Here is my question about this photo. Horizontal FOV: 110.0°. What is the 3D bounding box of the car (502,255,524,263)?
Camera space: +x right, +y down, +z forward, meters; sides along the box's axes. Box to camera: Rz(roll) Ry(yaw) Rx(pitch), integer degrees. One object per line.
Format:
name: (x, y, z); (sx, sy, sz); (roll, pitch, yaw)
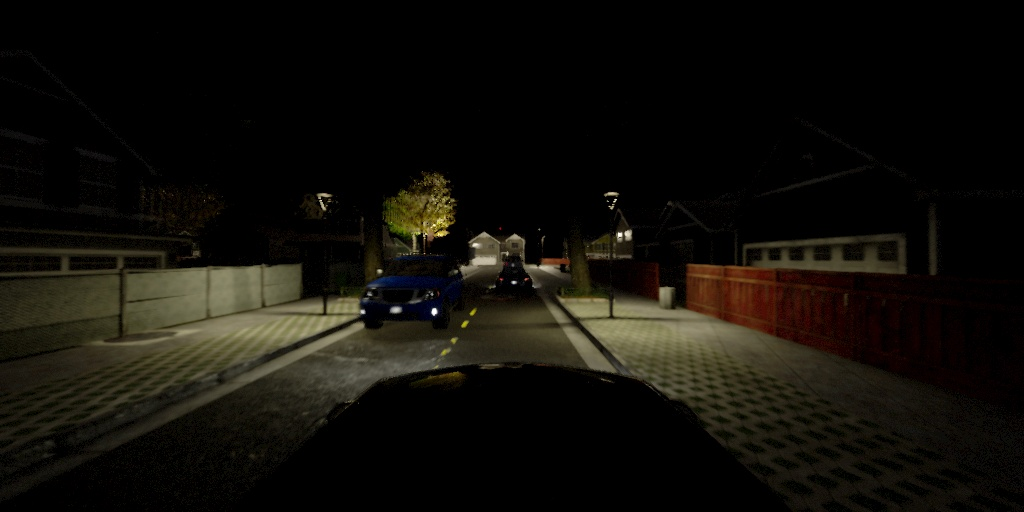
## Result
car: (0.099, 0.935, 38.401); (2.150, 2.045, 5.566); (0, 0, 0)

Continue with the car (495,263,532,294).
car: (0.099, 1.299, 20.121); (1.994, 1.385, 4.181); (0, 0, 0)

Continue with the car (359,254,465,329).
car: (-2.852, 0.964, 11.568); (2.150, 2.045, 5.566); (0, 0, 0)
